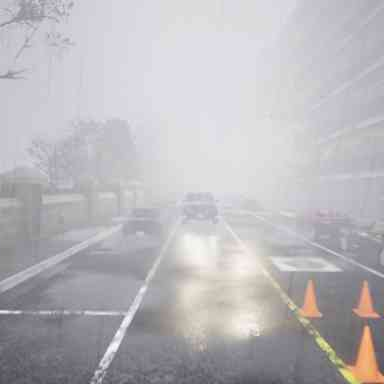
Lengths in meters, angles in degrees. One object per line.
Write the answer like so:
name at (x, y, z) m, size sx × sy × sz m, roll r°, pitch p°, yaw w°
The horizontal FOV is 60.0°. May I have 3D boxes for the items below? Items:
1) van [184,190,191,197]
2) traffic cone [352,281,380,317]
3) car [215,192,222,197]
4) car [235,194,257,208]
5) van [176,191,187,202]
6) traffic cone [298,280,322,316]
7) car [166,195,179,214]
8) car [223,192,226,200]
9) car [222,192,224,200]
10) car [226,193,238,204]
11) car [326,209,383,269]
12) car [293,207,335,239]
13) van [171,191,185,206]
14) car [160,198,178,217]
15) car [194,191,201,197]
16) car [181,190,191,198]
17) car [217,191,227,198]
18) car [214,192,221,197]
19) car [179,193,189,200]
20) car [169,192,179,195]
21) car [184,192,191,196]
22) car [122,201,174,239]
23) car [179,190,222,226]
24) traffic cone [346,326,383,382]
van at (-1.255, 0.372, 89.330) m, size 1.690 × 1.788 × 3.998 m, roll 0°, pitch 1°, yaw 1°
traffic cone at (3.139, 1.902, 6.019) m, size 0.340 × 0.580 × 0.340 m, roll 0°, pitch 1°, yaw 1°
car at (7.125, 0.610, 89.401) m, size 1.752 × 1.417 × 4.829 m, roll 0°, pitch 1°, yaw 1°
car at (6.505, 1.180, 38.564) m, size 1.802 × 1.307 × 4.206 m, roll 0°, pitch 1°, yaw 1°
van at (-1.668, 0.708, 55.553) m, size 1.690 × 1.788 × 3.998 m, roll 0°, pitch 1°, yaw 1°
traffic cone at (2.139, 1.896, 6.031) m, size 0.340 × 0.580 × 0.340 m, roll 0°, pitch 1°, yaw 1°
car at (-2.012, 1.206, 27.408) m, size 1.887 × 1.381 × 4.507 m, roll 0°, pitch 1°, yaw 1°
car at (6.711, 1.004, 55.454) m, size 1.802 × 1.307 × 4.206 m, roll 0°, pitch 1°, yaw 1°
car at (6.848, 0.872, 66.714) m, size 1.947 × 1.339 × 4.313 m, roll 0°, pitch 1°, yaw 1°
car at (6.643, 0.921, 49.823) m, size 1.967 × 1.590 × 4.097 m, roll 0°, pitch 1°, yaw 1°
car at (6.162, 1.465, 10.419) m, size 2.008 × 1.369 × 4.403 m, roll 0°, pitch 1°, yaw 1°
car at (6.231, 1.392, 16.048) m, size 1.887 × 1.381 × 4.507 m, roll 0°, pitch 1°, yaw 1°
van at (-1.805, 0.825, 44.294) m, size 1.690 × 1.788 × 3.998 m, roll 0°, pitch 1°, yaw 1°
car at (-2.081, 1.307, 21.781) m, size 1.802 × 1.307 × 4.206 m, roll 0°, pitch 1°, yaw 1°
car at (1.392, 0.607, 85.841) m, size 1.812 × 1.442 × 4.674 m, roll 0°, pitch 0°, yaw 1°
car at (-1.392, 0.454, 78.071) m, size 2.192 × 1.841 × 5.009 m, roll 0°, pitch 1°, yaw 1°
car at (6.986, 0.634, 77.970) m, size 1.967 × 1.590 × 4.097 m, roll 0°, pitch 1°, yaw 1°
car at (7.191, 0.616, 94.861) m, size 1.802 × 1.307 × 4.206 m, roll 0°, pitch 1°, yaw 1°
car at (-1.532, 0.817, 66.815) m, size 1.947 × 1.339 × 4.313 m, roll 0°, pitch 1°, yaw 1°
car at (-1.942, 1.041, 33.034) m, size 1.967 × 1.590 × 4.097 m, roll 0°, pitch 1°, yaw 1°
car at (-1.188, 0.560, 94.962) m, size 1.802 × 1.307 × 4.206 m, roll 0°, pitch 1°, yaw 1°
car at (-2.149, 1.358, 16.151) m, size 1.947 × 1.339 × 4.313 m, roll 0°, pitch 1°, yaw 1°
car at (0.517, 0.965, 21.686) m, size 2.150 × 2.045 × 5.566 m, roll 0°, pitch 1°, yaw 1°
traffic cone at (2.115, 1.919, 4.031) m, size 0.340 × 0.580 × 0.340 m, roll 0°, pitch 1°, yaw 1°
